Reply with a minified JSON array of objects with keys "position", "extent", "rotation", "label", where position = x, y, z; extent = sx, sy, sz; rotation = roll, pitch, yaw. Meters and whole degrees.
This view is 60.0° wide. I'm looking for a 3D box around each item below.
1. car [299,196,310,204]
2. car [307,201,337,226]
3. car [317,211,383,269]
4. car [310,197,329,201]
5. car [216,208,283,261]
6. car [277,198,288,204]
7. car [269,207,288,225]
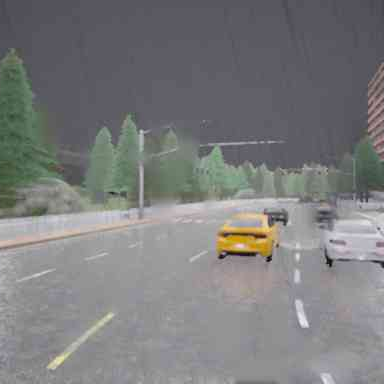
[{"position":[31.112,2.100,90.175],"extent":[2.150,2.045,5.566],"rotation":[-1,-1,44],"label":"car"},{"position":[10.040,1.756,25.570],"extent":[1.837,1.490,4.892],"rotation":[0,0,18],"label":"car"},{"position":[5.550,1.640,11.661],"extent":[1.812,1.442,4.674],"rotation":[0,0,18],"label":"car"},{"position":[34.007,2.380,88.151],"extent":[2.128,1.511,4.902],"rotation":[-1,-1,44],"label":"car"},{"position":[2.330,1.605,13.070],"extent":[1.882,1.535,5.008],"rotation":[0,0,18],"label":"car"},{"position":[23.531,2.358,86.013],"extent":[1.812,1.442,4.674],"rotation":[0,-1,30],"label":"car"},{"position":[6.630,1.858,26.407],"extent":[1.895,1.301,4.718],"rotation":[0,-1,18],"label":"car"}]
